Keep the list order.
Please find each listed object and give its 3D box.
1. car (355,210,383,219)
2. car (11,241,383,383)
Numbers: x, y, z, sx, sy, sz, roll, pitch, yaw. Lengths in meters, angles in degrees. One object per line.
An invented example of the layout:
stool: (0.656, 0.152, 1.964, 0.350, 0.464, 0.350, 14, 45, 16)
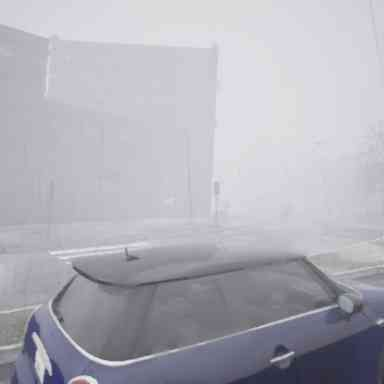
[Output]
car: (27.155, 3.433, 50.701, 5.008, 1.535, 1.882, 4, -3, -22)
car: (0.599, 1.358, 3.727, 4.553, 1.767, 2.097, 0, 0, -34)
